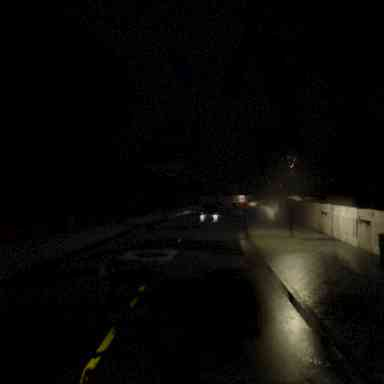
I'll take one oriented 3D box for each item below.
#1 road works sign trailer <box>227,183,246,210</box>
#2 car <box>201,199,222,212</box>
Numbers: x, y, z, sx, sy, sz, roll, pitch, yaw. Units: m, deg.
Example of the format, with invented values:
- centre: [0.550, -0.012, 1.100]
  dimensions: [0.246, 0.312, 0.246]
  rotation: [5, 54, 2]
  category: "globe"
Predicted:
- centre: [6.018, 0.562, 43.937]
  dimensions: [2.380, 3.560, 2.880]
  rotation: [0, 0, 17]
  category: "road works sign trailer"
- centre: [2.473, 1.571, 40.997]
  dimensions: [1.882, 1.535, 5.008]
  rotation: [0, 0, 14]
  category: "car"
